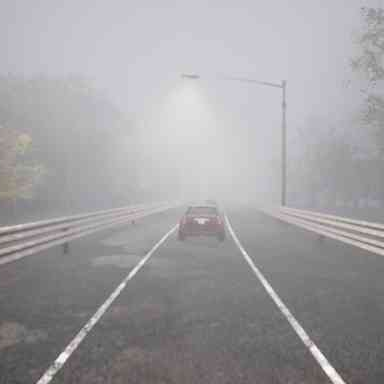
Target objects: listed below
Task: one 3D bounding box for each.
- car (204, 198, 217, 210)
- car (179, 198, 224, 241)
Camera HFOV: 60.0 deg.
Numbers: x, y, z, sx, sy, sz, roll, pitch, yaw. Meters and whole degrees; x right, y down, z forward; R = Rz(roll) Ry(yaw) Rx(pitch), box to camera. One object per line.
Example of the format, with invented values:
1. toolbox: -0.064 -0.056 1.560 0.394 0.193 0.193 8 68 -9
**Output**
1. car: 2.626 1.658 48.118 1.837 1.490 4.892 1 0 3
2. car: 0.551 1.402 17.224 2.097 1.767 4.553 0 0 3
